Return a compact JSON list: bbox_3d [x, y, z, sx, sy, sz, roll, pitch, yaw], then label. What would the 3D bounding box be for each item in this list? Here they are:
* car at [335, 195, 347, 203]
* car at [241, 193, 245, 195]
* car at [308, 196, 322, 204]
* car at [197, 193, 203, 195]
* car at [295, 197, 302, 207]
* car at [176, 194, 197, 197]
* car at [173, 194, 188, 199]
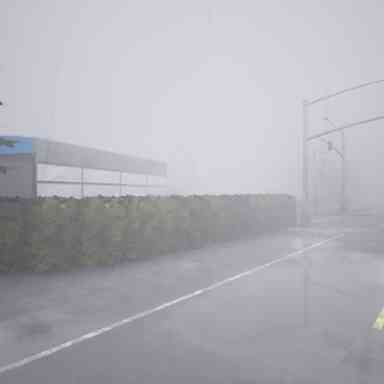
[{"bbox_3d":[29.283,1.374,65.019,1.845,1.501,3.633,0,0,38],"label":"car"},{"bbox_3d":[12.253,1.077,78.127,1.905,1.878,3.866,0,0,38],"label":"car"},{"bbox_3d":[22.344,1.384,61.045,1.970,1.475,3.806,0,0,38],"label":"car"},{"bbox_3d":[2.215,1.154,86.060,2.152,1.636,5.027,0,0,38],"label":"car"},{"bbox_3d":[13.149,1.340,44.587,2.007,1.523,4.514,0,0,38],"label":"car"},{"bbox_3d":[-1.695,1.298,66.086,2.007,1.523,4.514,0,0,38],"label":"car"},{"bbox_3d":[-3.021,1.232,89.786,1.970,1.475,3.806,0,0,38],"label":"car"}]
